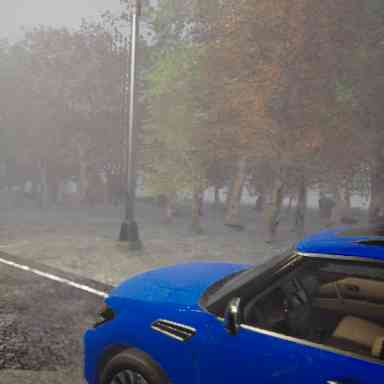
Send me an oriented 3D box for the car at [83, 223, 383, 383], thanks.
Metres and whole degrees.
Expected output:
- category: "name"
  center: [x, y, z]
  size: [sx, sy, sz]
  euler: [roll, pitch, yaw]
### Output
- category: "car"
  center: [1.567, 1.281, 2.598]
  size: [5.566, 2.045, 2.150]
  euler: [2, 2, 35]
